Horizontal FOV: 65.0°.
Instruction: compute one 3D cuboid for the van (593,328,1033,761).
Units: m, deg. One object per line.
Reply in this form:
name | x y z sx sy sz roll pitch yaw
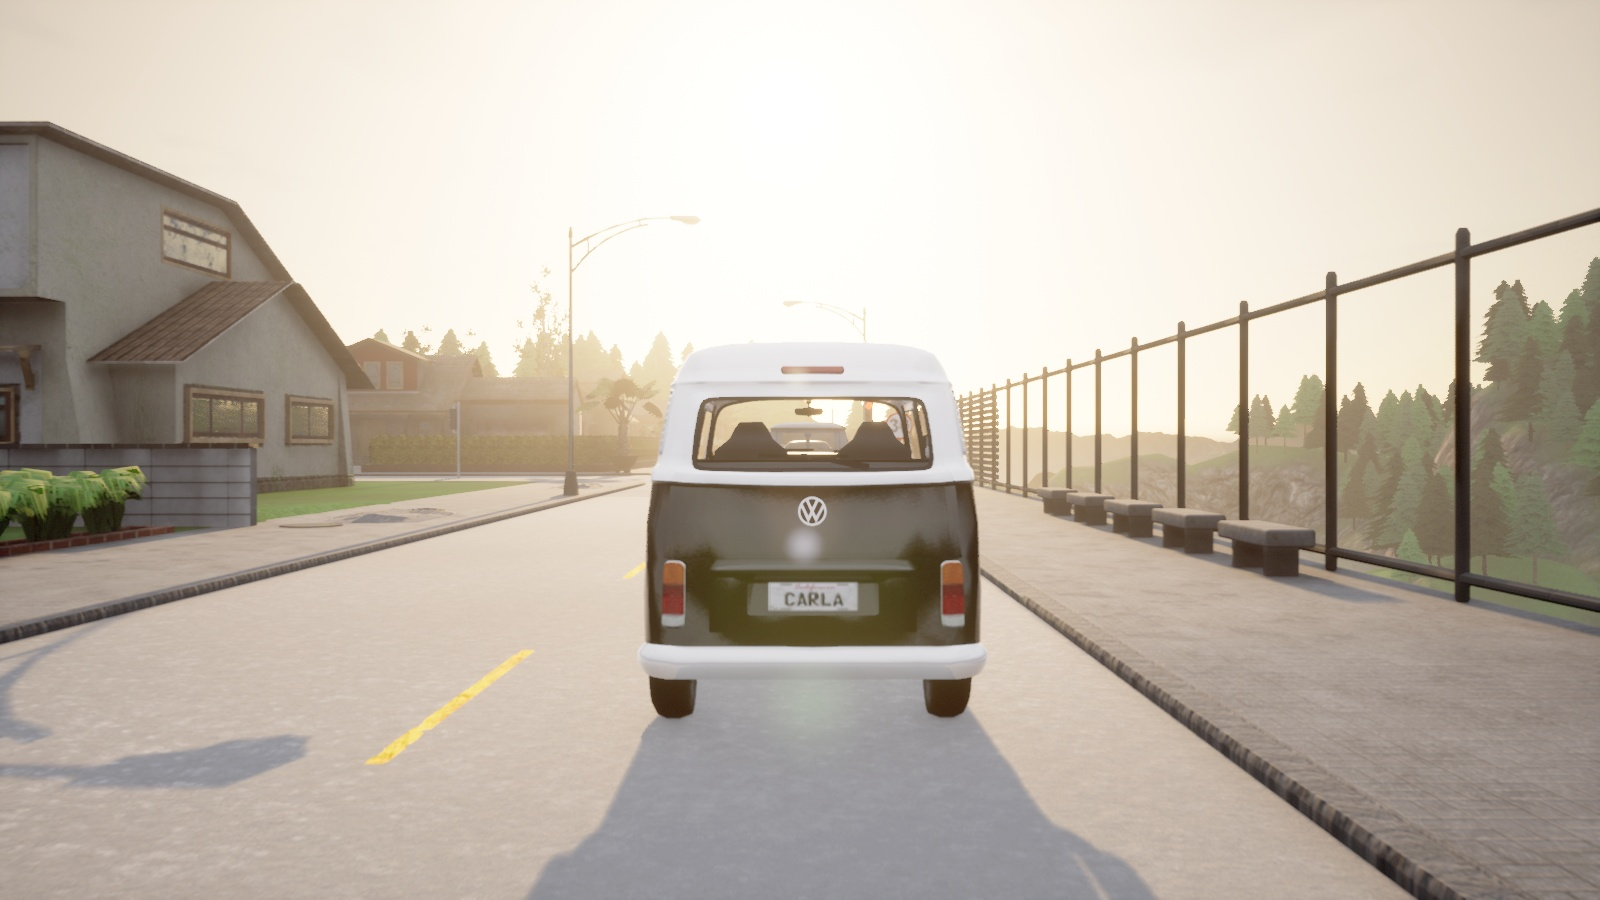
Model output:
van | 0.066 0.438 8.148 2.069 2.038 4.480 0 0 0
